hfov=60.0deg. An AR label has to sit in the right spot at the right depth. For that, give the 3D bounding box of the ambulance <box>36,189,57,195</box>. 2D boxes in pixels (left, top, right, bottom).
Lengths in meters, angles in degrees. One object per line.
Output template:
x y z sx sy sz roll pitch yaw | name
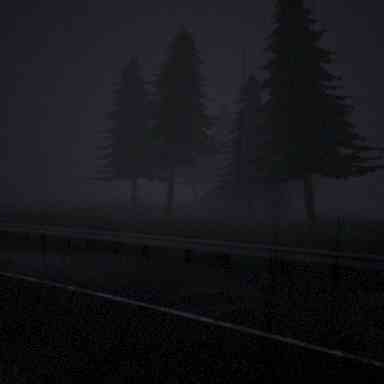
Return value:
-33.723 0.437 77.151 2.351 2.431 6.366 0 0 3 | ambulance

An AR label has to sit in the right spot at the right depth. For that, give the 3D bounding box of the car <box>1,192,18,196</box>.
-44.184 0.847 80.597 2.128 1.511 4.902 0 0 3 | car
